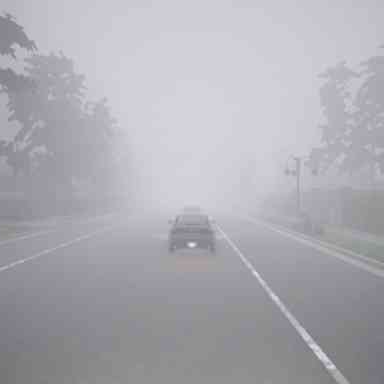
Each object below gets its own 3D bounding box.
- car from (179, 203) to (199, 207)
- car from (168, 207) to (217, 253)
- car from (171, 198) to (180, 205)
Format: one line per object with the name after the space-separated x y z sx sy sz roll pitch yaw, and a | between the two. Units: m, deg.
0.005 1.838 29.268 1.994 1.385 4.181 0 -1 0 | car
0.004 1.642 14.299 1.837 1.490 4.892 0 0 0 | car
-3.495 2.009 70.967 1.882 1.535 5.008 0 0 0 | car
